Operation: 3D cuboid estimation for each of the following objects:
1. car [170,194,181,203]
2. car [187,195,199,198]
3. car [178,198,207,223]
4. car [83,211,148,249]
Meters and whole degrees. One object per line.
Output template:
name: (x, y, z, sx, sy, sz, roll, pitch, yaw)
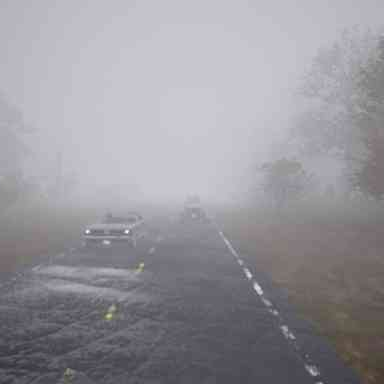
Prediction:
car: (-2.987, 1.132, 60.953, 1.882, 1.535, 5.008, 0, 0, 0)
car: (0.110, 1.112, 41.760, 2.097, 1.767, 4.553, 0, 0, 0)
car: (0.104, 1.387, 24.163, 1.812, 1.442, 4.674, 0, 0, 0)
car: (-3.097, 1.518, 14.299, 1.895, 1.301, 4.718, 0, 0, 0)
